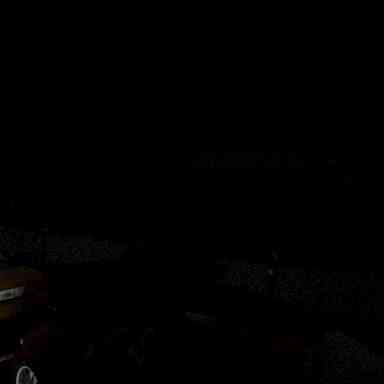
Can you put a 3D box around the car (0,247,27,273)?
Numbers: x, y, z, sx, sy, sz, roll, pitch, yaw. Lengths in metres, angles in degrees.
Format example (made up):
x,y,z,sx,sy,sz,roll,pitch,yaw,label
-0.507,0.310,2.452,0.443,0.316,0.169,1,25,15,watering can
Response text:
x,y,z,sx,sy,sz,roll,pitch,yaw,label
-4.670,1.523,6.419,4.829,1.417,1.752,0,1,36,car

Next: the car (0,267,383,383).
x,y,z,sx,sy,sz,roll,pitch,yaw,label
0.011,1.581,3.070,4.206,1.307,1.802,0,1,36,car
